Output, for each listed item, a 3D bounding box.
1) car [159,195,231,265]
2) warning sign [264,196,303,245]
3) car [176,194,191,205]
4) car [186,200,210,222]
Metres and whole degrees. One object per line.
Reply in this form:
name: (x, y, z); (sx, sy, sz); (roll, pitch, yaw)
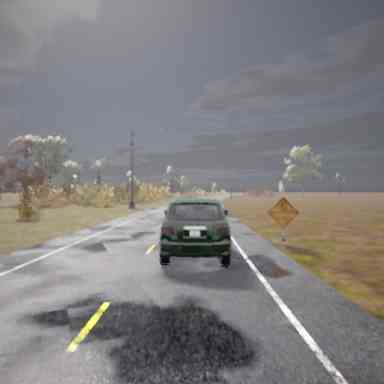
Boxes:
car: (0.147, 1.222, 11.817); (2.150, 2.045, 5.566); (0, 0, 1)
warning sign: (3.685, 1.115, 13.468); (1.300, 1.860, 1.060); (0, 0, 1)
car: (-1.428, 1.330, 58.512); (2.097, 1.767, 4.553); (0, 0, 5)
car: (0.568, 1.501, 27.891); (1.837, 1.490, 4.892); (0, 0, 3)
